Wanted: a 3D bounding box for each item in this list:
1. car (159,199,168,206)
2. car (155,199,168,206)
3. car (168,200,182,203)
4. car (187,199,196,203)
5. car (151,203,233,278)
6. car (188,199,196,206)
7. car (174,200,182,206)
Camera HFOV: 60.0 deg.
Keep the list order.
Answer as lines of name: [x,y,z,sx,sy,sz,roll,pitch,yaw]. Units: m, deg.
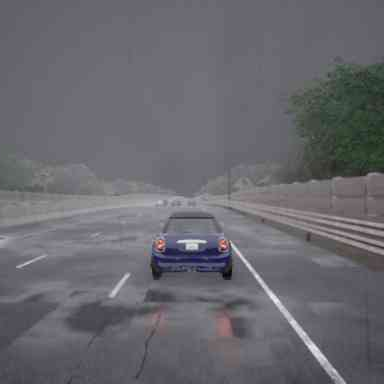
car: [-7.034,2.645,83.777,1.837,1.490,4.892,0,-2,0]
car: [-7.030,2.471,73.769,1.812,1.442,4.674,0,-2,0]
car: [-3.530,2.457,73.354,2.128,1.511,4.902,0,-2,0]
car: [-0.030,2.472,73.772,1.812,1.442,4.674,0,-2,0]
car: [-0.003,1.376,10.331,2.097,1.767,4.553,0,0,0]
car: [-0.034,2.623,83.780,1.882,1.535,5.008,0,-2,0]
car: [-3.534,2.741,83.805,1.895,1.301,4.718,0,-2,0]
